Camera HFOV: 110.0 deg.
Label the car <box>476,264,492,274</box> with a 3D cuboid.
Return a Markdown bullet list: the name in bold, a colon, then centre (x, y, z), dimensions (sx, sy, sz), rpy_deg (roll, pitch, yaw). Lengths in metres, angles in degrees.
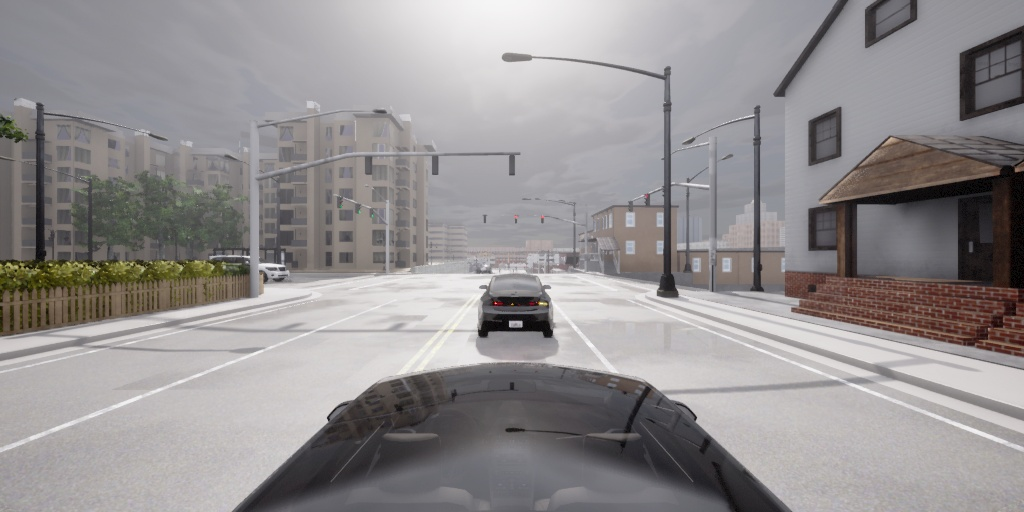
- **car**: centre (-3.600, 1.755, 47.134), dimensions (2.128, 1.511, 4.902), rpy_deg (0, -5, 0)

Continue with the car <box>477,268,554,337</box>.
- **car**: centre (0.095, 1.255, 10.319), dimensions (1.837, 1.490, 4.892), rpy_deg (0, 0, 0)

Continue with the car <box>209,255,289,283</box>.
- **car**: centre (-19.946, 0.971, 27.017), dimensions (5.566, 2.045, 2.150), rpy_deg (0, 0, 1)
